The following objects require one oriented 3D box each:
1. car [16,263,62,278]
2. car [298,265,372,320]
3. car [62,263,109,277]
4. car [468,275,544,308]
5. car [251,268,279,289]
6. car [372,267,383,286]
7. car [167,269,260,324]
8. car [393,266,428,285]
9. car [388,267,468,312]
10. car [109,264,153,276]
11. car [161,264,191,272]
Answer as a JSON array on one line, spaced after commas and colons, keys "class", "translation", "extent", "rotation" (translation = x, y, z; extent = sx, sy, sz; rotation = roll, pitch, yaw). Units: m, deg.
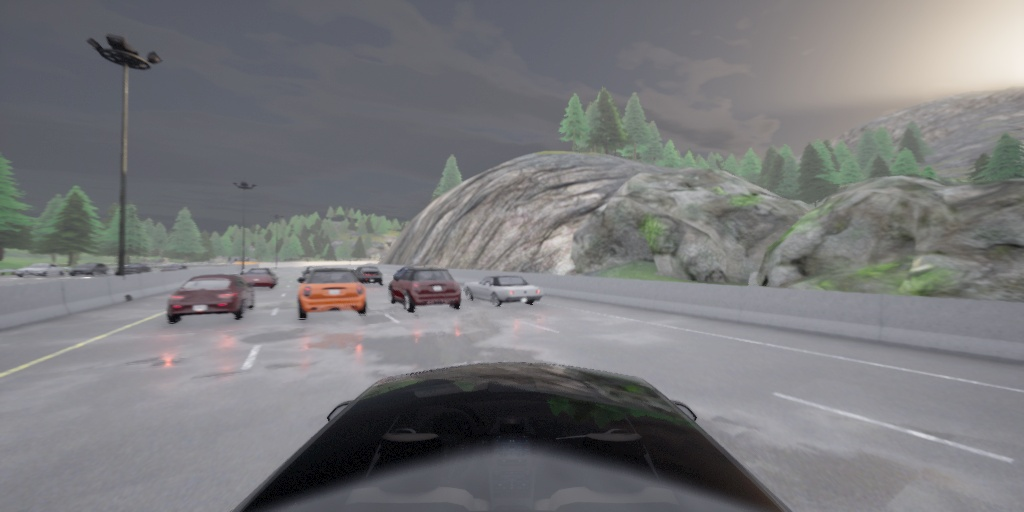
[{"class": "car", "translation": [-49.439, 1.492, 37.708], "extent": [1.812, 1.442, 4.674], "rotation": [1, -1, -30]}, {"class": "car", "translation": [-6.888, 1.225, 13.638], "extent": [2.097, 1.767, 4.553], "rotation": [1, -1, -30]}, {"class": "car", "translation": [-46.432, 1.511, 39.488], "extent": [1.837, 1.490, 4.892], "rotation": [1, -1, -30]}, {"class": "car", "translation": [-0.590, 1.550, 16.717], "extent": [1.895, 1.301, 4.718], "rotation": [1, -1, -30]}, {"class": "car", "translation": [-17.646, 1.535, 25.111], "extent": [1.994, 1.385, 4.181], "rotation": [1, -1, -30]}, {"class": "car", "translation": [-11.488, 1.555, 28.446], "extent": [1.837, 1.490, 4.892], "rotation": [1, -1, -30]}, {"class": "car", "translation": [-10.277, 1.365, 12.506], "extent": [1.812, 1.442, 4.674], "rotation": [1, -1, -30]}, {"class": "car", "translation": [-8.783, 1.620, 30.762], "extent": [1.812, 1.442, 4.674], "rotation": [1, -1, -30]}, {"class": "car", "translation": [-3.864, 1.265, 15.401], "extent": [2.097, 1.767, 4.553], "rotation": [1, -1, -30]}, {"class": "car", "translation": [-43.431, 1.595, 41.284], "extent": [2.033, 1.411, 5.357], "rotation": [1, -1, -30]}, {"class": "car", "translation": [-40.636, 1.655, 43.427], "extent": [1.994, 1.385, 4.181], "rotation": [1, -1, -30]}]
